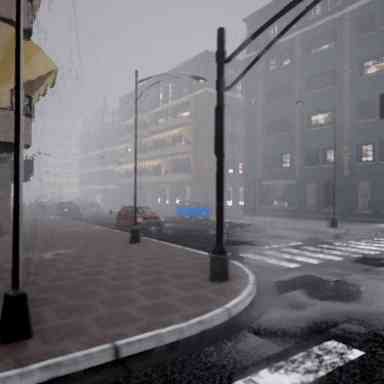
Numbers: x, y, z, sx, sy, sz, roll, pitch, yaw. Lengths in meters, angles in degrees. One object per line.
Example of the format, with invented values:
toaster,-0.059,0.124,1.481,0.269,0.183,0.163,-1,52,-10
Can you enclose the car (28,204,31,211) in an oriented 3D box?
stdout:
car,-22.657,2.064,48.520,1.752,1.417,4.829,0,-1,-36

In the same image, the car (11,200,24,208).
car,-32.583,2.165,62.355,1.967,1.590,4.097,0,-1,-36

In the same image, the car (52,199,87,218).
car,-12.892,1.797,34.941,1.967,1.590,4.097,0,-1,-35

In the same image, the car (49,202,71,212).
car,-19.209,2.104,48.394,1.895,1.301,4.718,1,-1,-36

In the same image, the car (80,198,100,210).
car,-16.173,2.153,53.300,2.008,1.369,4.403,0,0,-36

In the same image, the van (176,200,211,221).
van,0.062,1.641,30.387,1.690,1.788,3.998,0,-1,-34

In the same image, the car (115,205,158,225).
car,-4.704,1.830,27.774,1.994,1.385,4.181,1,-1,-34

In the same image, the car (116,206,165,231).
car,-3.314,1.613,20.997,1.967,1.590,4.097,0,-1,-33

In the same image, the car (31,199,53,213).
car,-19.459,2.031,44.109,2.008,1.369,4.403,0,-1,-36
